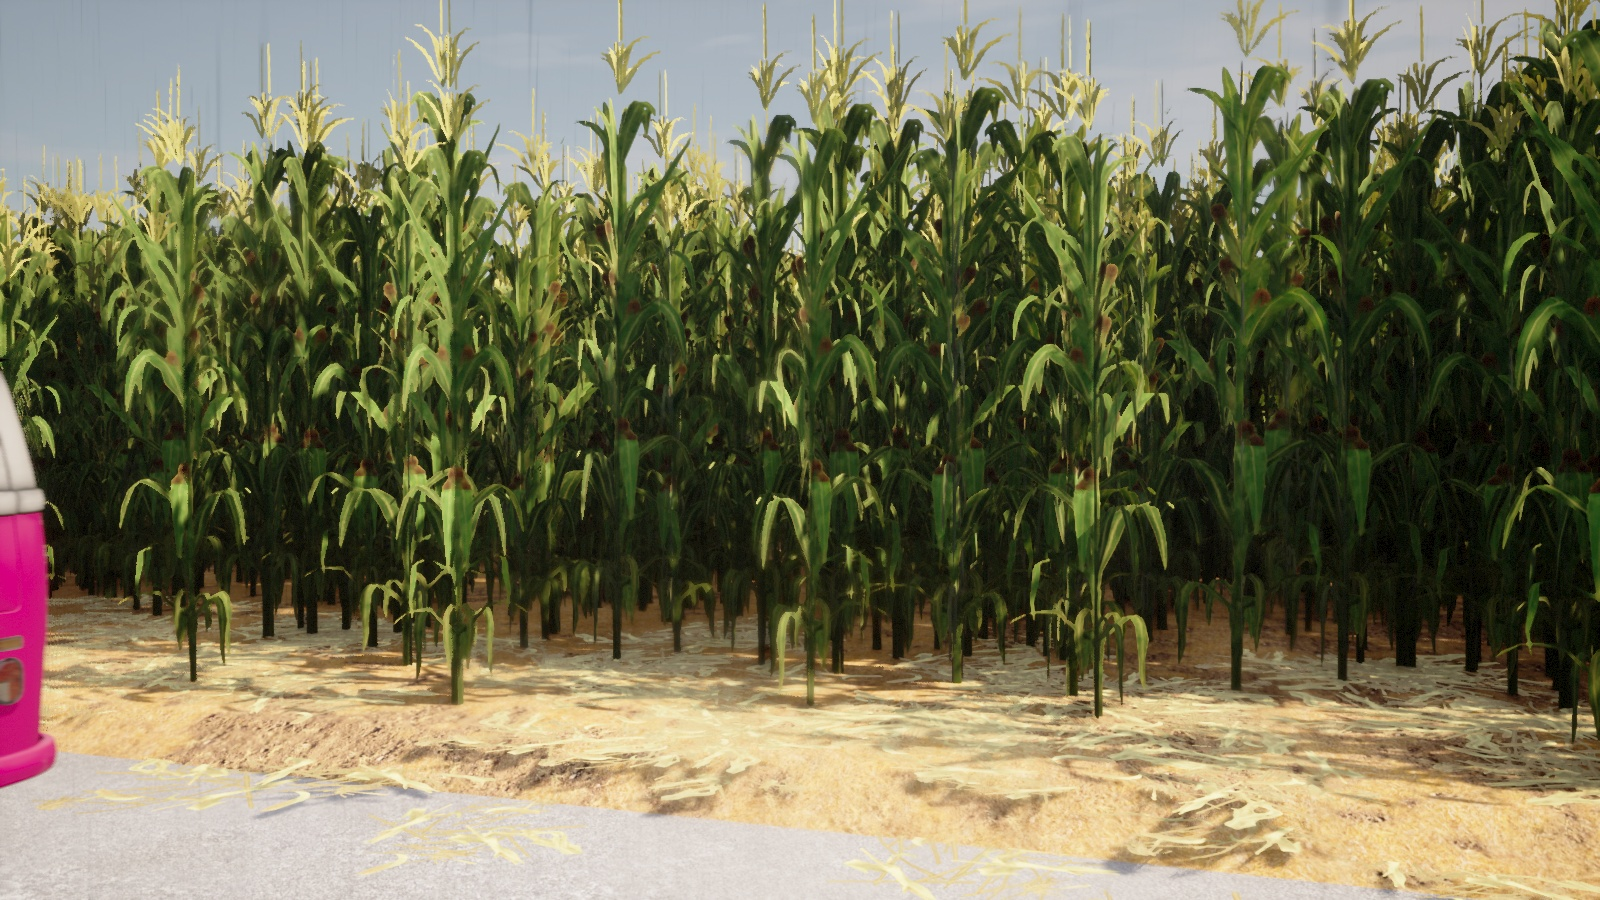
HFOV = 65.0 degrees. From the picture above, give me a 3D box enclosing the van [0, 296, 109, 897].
[{"bbox_3d":[-4.898,0.481,4.416,4.442,1.987,1.775,0,1,19],"label":"van"}]
